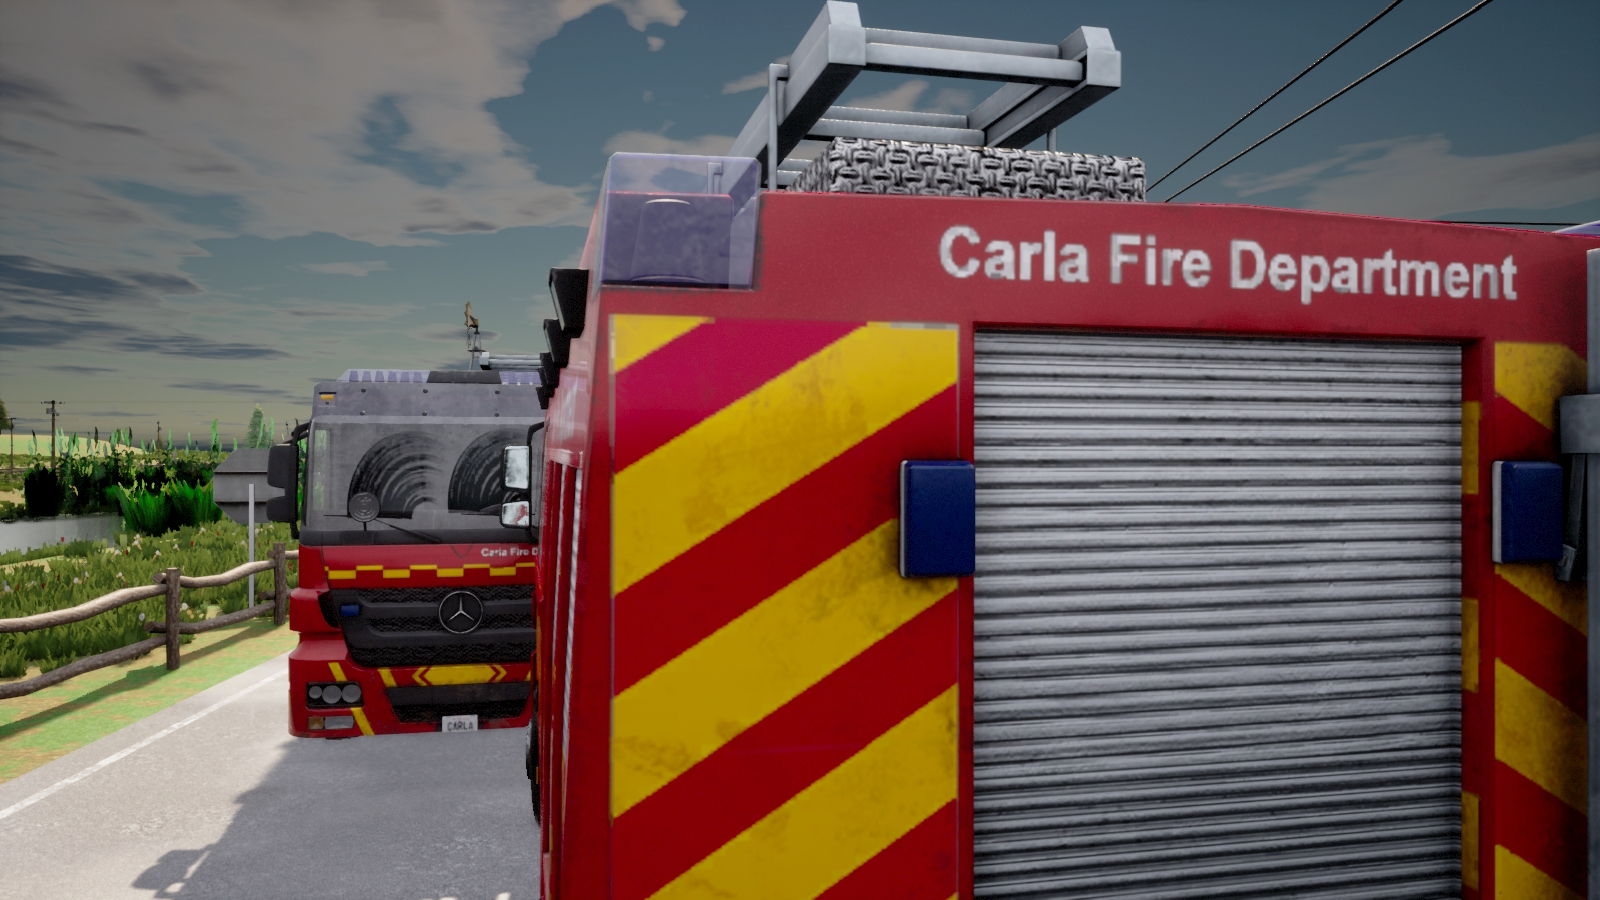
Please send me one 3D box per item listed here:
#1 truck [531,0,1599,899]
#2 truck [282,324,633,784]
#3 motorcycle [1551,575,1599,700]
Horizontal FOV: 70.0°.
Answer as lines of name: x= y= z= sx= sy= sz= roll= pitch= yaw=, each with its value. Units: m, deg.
truck: x=-0.121 y=0.866 z=6.874 sx=2.891 sy=3.827 sz=8.468 roll=0 pitch=0 yaw=-13
truck: x=-3.885 y=0.862 z=13.969 sx=2.891 sy=3.827 sz=8.468 roll=0 pitch=0 yaw=-13
motorcycle: x=9.814 y=2.142 z=13.180 sx=1.805 sy=1.316 sz=0.856 roll=0 pitch=0 yaw=-7
